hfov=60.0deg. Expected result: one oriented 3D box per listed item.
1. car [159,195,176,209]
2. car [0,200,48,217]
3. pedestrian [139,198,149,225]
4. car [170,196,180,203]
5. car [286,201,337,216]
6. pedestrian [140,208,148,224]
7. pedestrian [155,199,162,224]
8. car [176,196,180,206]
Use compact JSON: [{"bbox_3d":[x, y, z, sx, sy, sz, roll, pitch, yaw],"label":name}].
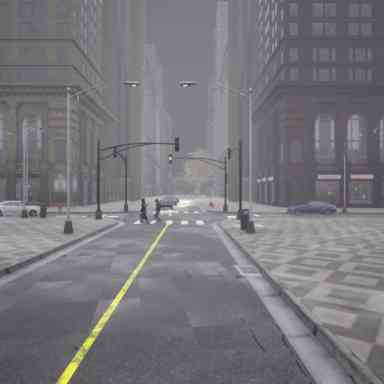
[{"bbox_3d":[-3.458,1.546,44.496,2.033,1.411,5.357,0,0,-4],"label":"car"},{"bbox_3d":[-15.063,1.474,29.056,4.674,1.442,1.812,0,0,-2],"label":"car"},{"bbox_3d":[-3.233,1.293,22.437,0.375,1.860,0.375,0,0,0],"label":"pedestrian"},{"bbox_3d":[-3.526,1.543,69.024,1.812,1.442,4.674,0,0,0],"label":"car"},{"bbox_3d":[11.633,1.564,32.455,4.674,1.442,1.812,0,0,1],"label":"car"},{"bbox_3d":[-3.396,1.673,23.635,0.500,1.100,0.500,0,0,0],"label":"pedestrian"},{"bbox_3d":[-2.340,1.293,23.046,0.375,1.860,0.375,0,0,0],"label":"pedestrian"},{"bbox_3d":[-3.502,1.355,54.467,2.097,1.767,4.553,0,0,0],"label":"car"}]
